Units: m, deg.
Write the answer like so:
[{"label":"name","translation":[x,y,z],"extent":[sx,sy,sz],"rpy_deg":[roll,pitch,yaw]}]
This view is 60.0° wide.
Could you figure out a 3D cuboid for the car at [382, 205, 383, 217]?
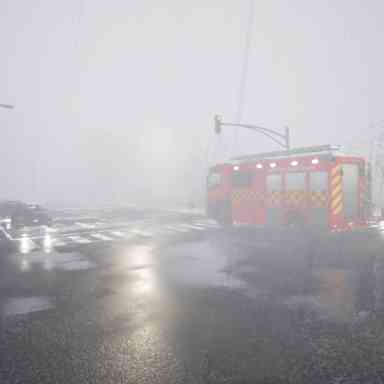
[{"label":"car","translation":[14.736,0.881,22.334],"extent":[4.553,1.767,2.097],"rpy_deg":[-1,1,-35]}]

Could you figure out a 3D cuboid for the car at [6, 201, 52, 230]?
[{"label":"car","translation":[-10.133,1.488,20.863],"extent":[1.994,1.385,4.181],"rpy_deg":[-2,1,-33]}]

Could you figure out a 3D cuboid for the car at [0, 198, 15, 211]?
[{"label":"car","translation":[-22.202,1.492,39.158],"extent":[1.895,1.301,4.718],"rpy_deg":[-2,1,-33]}]

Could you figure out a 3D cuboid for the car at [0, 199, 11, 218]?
[{"label":"car","translation":[-15.614,1.474,29.145],"extent":[1.994,1.385,4.181],"rpy_deg":[-2,1,-35]}]

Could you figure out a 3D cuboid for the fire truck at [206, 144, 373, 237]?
[{"label":"fire truck","translation":[4.200,-0.014,16.821],"extent":[2.891,3.827,8.468],"rpy_deg":[-2,1,-33]}]
